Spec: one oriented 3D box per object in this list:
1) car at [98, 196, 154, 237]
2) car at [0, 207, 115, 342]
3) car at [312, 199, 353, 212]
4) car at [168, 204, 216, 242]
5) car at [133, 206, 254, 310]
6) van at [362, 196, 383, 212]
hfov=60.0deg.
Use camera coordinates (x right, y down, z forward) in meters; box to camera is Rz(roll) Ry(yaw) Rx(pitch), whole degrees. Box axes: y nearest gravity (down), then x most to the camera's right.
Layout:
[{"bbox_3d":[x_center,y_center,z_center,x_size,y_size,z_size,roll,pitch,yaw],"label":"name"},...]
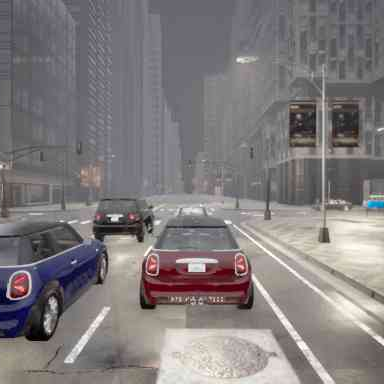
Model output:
[{"bbox_3d":[-3.186,1.221,16.362,2.150,2.045,5.566,0,0,0],"label":"car"},{"bbox_3d":[-3.165,1.352,6.645,2.097,1.767,4.553,0,0,0],"label":"car"},{"bbox_3d":[15.793,1.513,37.554,4.403,1.369,2.008,0,0,0],"label":"car"},{"bbox_3d":[0.054,1.492,17.365,2.128,1.511,4.902,0,0,1],"label":"car"},{"bbox_3d":[0.082,1.352,7.961,2.097,1.767,4.553,0,0,0],"label":"car"},{"bbox_3d":[21.411,1.292,37.542,3.998,1.788,1.690,0,0,0],"label":"van"}]
